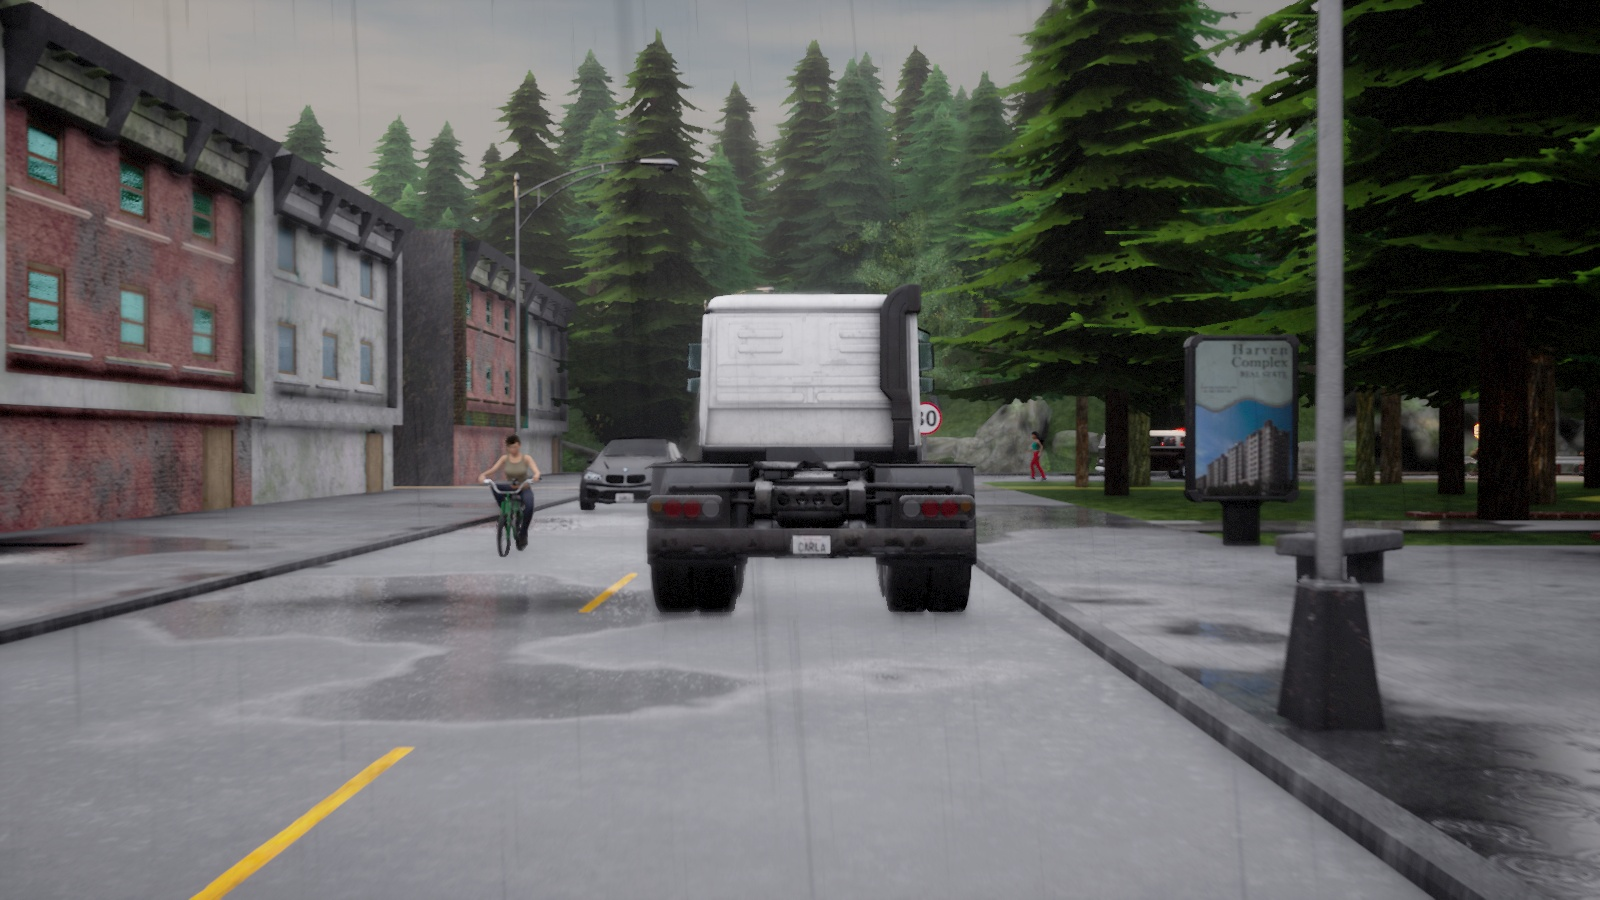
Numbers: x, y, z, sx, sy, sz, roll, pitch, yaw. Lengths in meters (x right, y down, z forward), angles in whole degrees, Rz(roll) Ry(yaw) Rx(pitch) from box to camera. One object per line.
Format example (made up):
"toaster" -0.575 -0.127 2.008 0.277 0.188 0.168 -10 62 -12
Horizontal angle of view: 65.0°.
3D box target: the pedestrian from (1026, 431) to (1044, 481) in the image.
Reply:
"pedestrian" 8.695 0.233 46.429 0.594 1.836 0.345 0 0 -4

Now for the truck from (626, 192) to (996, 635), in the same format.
"truck" 0.113 -0.304 13.786 2.891 3.462 7.936 0 0 0

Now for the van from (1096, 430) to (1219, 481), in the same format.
"van" 14.652 0.225 51.685 4.480 2.038 2.069 0 0 0

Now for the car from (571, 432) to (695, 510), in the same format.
"car" -3.777 0.442 29.285 2.242 1.667 4.611 0 0 0

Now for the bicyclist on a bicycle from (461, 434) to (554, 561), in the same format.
"bicyclist on a bicycle" -3.861 0.597 16.708 0.866 1.612 1.509 0 0 1
